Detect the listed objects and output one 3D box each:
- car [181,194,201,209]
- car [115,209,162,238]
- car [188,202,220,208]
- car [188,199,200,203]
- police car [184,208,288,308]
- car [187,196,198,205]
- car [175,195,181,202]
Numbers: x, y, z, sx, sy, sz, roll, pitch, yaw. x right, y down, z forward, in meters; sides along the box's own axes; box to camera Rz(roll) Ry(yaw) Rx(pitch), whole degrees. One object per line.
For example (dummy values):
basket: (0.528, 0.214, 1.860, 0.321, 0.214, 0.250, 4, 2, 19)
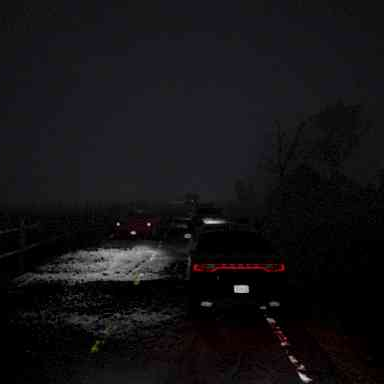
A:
car: (0.073, 1.247, 45.948, 2.150, 2.045, 5.566, 0, 0, 1)
car: (-2.735, 1.602, 17.768, 1.895, 1.301, 4.718, 0, 0, 0)
car: (0.839, 1.507, 18.055, 1.837, 1.490, 4.892, 0, 0, 0)
car: (0.844, 1.509, 24.055, 1.837, 1.490, 4.892, 0, 0, 0)
police car: (0.832, 1.425, 8.165, 1.930, 1.638, 5.238, 0, 0, 0)
car: (0.046, 1.528, 60.562, 1.882, 1.535, 5.008, 0, 0, 0)
car: (-2.693, 1.439, 76.691, 2.097, 1.767, 4.553, 0, 0, 0)
